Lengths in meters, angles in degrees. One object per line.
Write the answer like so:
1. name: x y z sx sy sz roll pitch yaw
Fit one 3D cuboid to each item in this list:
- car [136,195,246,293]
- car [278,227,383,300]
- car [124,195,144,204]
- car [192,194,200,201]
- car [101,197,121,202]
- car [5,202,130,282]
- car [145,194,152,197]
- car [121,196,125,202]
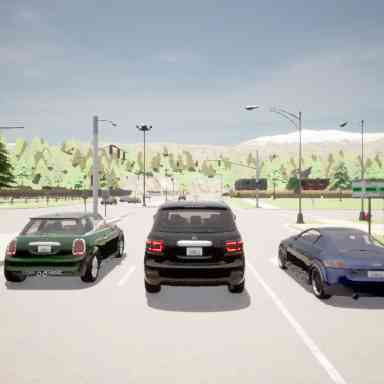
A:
1. car: 0.069 1.221 8.988 2.150 2.045 5.566 0 0 0
2. car: 3.572 1.564 8.444 1.994 1.385 4.181 0 0 0
3. car: -10.828 1.563 62.819 1.994 1.385 4.181 0 0 1
4. car: 1.060 1.311 83.335 1.882 1.535 5.008 0 0 1
5. car: -14.430 1.547 58.154 2.033 1.411 5.357 0 0 1
6. car: -3.424 1.352 9.881 2.097 1.767 4.553 0 0 0
7. car: -10.524 1.093 78.292 1.882 1.535 5.008 0 0 1
8. car: -14.145 1.538 70.846 2.033 1.411 5.357 0 0 1
